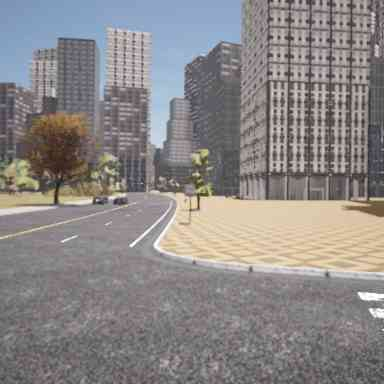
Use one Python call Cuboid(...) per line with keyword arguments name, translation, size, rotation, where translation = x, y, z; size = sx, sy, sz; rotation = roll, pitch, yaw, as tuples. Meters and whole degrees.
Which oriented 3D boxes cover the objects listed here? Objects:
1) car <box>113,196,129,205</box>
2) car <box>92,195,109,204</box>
Cuboid(name="car", translation=(-11.465, 1.297, 53.898), size=(1.994, 1.385, 4.181), rotation=(1, 0, -3))
Cuboid(name="car", translation=(-14.710, 1.191, 53.733), size=(2.128, 1.511, 4.902), rotation=(1, 0, -3))
